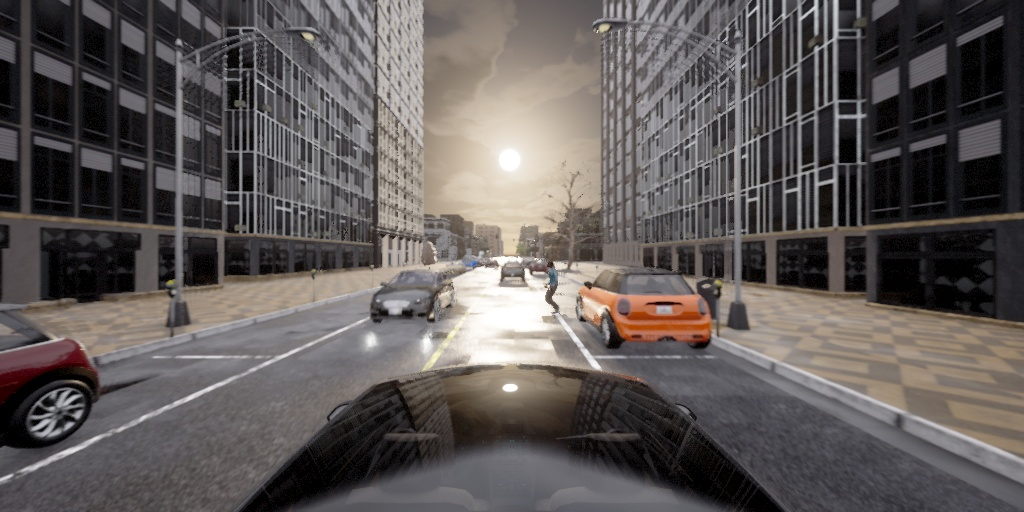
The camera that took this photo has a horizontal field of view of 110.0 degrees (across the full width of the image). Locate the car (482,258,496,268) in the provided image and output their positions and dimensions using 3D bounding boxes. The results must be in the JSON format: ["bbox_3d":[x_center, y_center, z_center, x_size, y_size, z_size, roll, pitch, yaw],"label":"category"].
[{"bbox_3d":[-3.032,1.053,54.586,1.994,1.385,4.181,0,0,0],"label":"car"}]

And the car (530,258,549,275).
[{"bbox_3d":[2.706,1.020,36.429,1.967,1.591,4.097,0,0,0],"label":"car"}]

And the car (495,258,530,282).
[{"bbox_3d":[0.067,1.116,27.775,2.128,1.511,4.902,0,0,0],"label":"car"}]

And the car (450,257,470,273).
[{"bbox_3d":[-5.674,1.106,36.278,1.751,1.417,4.829,0,0,0],"label":"car"}]

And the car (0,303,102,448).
[{"bbox_3d":[-5.690,1.188,2.296,1.967,1.591,4.097,0,0,0],"label":"car"}]

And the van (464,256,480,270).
[{"bbox_3d":[-5.669,0.864,47.833,1.690,1.789,3.998,0,0,0],"label":"van"}]

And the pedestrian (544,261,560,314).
[{"bbox_3d":[1.334,0.994,11.948,0.375,1.860,0.375,0,0,-2],"label":"pedestrian"}]

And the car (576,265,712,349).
[{"bbox_3d":[3.003,1.065,9.194,2.097,1.767,4.553,0,0,0],"label":"car"}]

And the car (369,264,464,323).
[{"bbox_3d":[-3.095,1.192,11.972,2.128,1.511,4.902,0,0,0],"label":"car"}]

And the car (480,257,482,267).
[{"bbox_3d":[-5.663,0.906,59.217,1.967,1.591,4.097,0,0,0],"label":"car"}]
